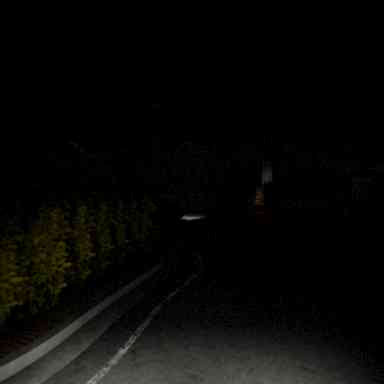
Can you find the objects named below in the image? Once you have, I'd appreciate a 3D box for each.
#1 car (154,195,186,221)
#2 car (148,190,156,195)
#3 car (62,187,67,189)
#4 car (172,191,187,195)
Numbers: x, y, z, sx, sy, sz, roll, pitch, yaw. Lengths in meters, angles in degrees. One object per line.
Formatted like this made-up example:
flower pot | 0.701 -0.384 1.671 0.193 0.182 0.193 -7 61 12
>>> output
car | -2.535 1.191 21.901 1.837 1.490 4.892 1 1 37
car | -9.686 0.329 71.419 3.806 1.475 1.970 1 1 36
car | -24.983 -0.035 63.262 4.605 1.855 1.932 1 1 36
car | -3.483 0.297 92.193 4.181 1.385 1.994 1 1 36
